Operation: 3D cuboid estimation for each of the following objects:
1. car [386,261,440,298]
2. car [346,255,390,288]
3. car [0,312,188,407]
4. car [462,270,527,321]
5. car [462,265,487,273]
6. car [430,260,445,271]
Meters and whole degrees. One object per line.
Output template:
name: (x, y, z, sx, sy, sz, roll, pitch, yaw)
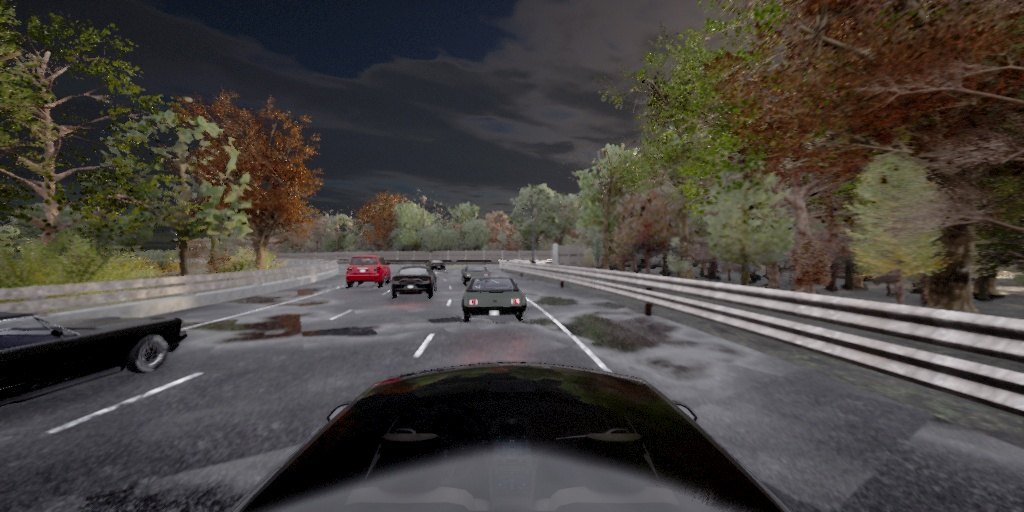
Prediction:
car: (-4.930, 1.230, 18.554, 1.882, 1.535, 5.008, 0, 0, -9)
car: (-9.573, 0.985, 24.193, 2.150, 2.045, 5.566, 0, 0, -13)
car: (-7.066, 1.373, 4.642, 1.895, 1.301, 4.718, 0, 0, -2)
car: (-0.715, 1.343, 12.479, 1.895, 1.301, 4.718, 0, 0, -6)
car: (-2.752, 1.337, 26.749, 1.895, 1.301, 4.718, 0, 0, -10)
car: (-10.307, 1.222, 47.794, 1.882, 1.535, 5.008, 0, 0, -24)
